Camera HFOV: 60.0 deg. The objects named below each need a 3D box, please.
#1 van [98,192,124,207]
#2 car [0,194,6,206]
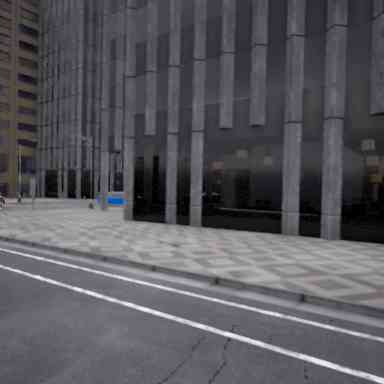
[{"bbox_3d":[-9.452,0.886,40.103,1.690,1.788,3.998,2,1,36],"label":"van"},{"bbox_3d":[-22.734,0.745,36.265,1.967,1.590,4.097,2,1,36],"label":"car"}]
